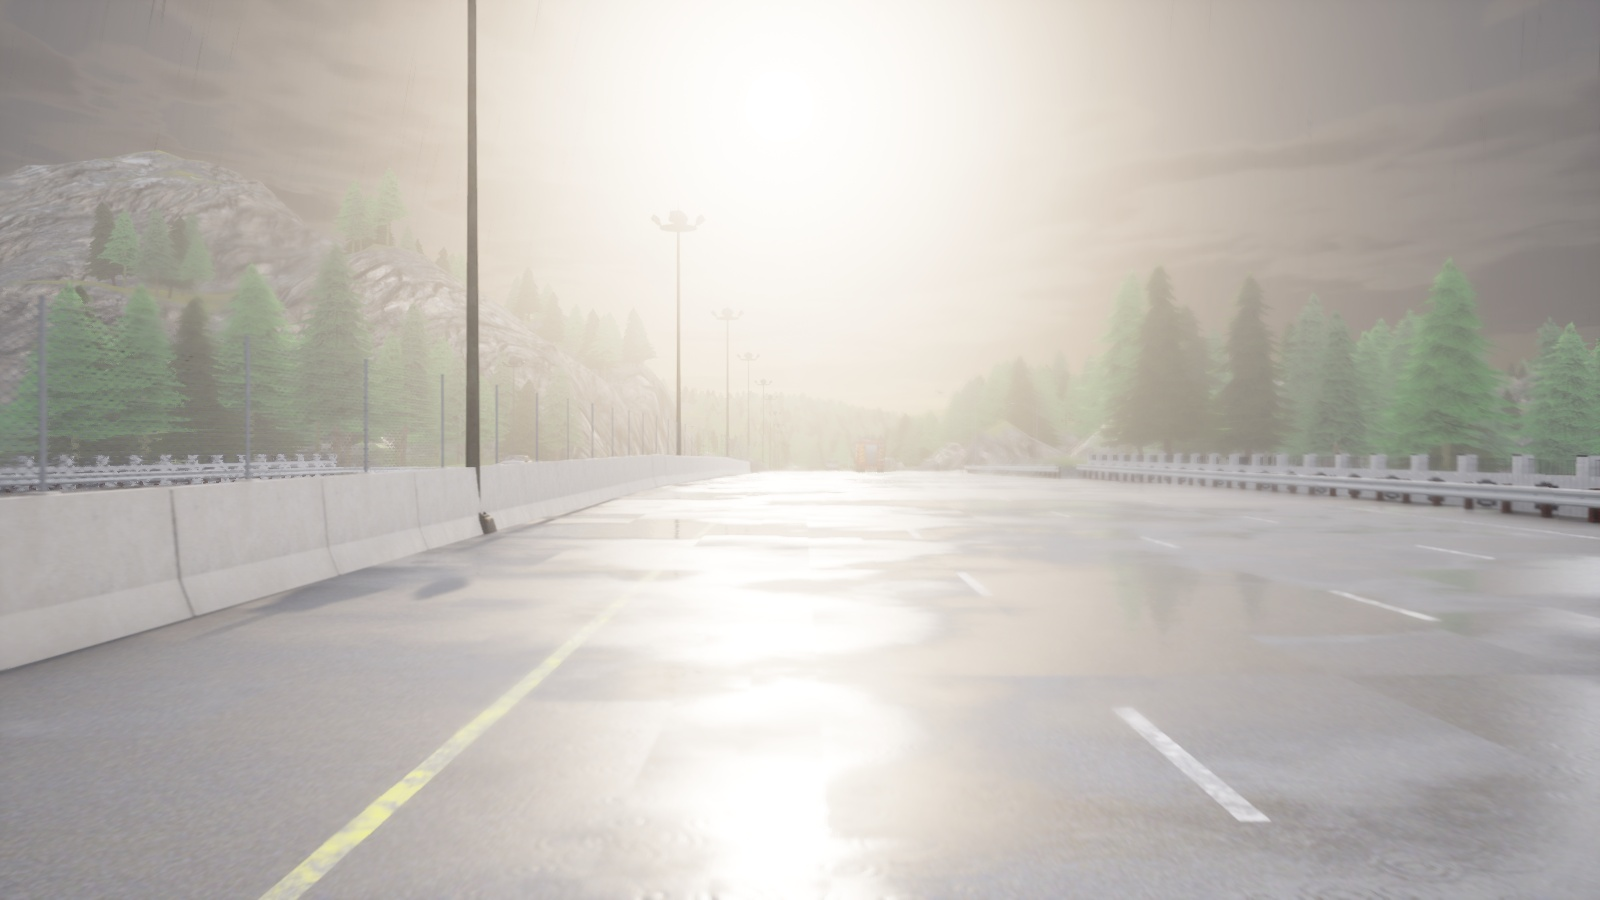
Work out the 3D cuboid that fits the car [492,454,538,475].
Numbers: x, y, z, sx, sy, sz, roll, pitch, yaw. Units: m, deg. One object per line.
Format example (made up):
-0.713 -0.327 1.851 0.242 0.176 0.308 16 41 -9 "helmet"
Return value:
-20.473 1.043 90.401 2.128 1.511 4.902 0 -1 0 "car"
